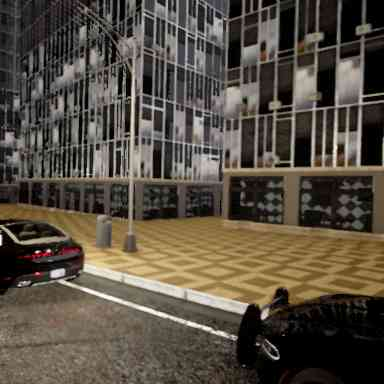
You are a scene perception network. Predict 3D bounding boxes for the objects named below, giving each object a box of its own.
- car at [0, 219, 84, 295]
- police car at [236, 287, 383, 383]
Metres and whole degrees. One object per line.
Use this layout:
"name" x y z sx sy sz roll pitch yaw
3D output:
"car" -4.717 1.465 8.611 4.892 1.490 1.837 1 0 39
"police car" 2.859 1.459 2.645 5.238 1.638 1.930 1 0 37
